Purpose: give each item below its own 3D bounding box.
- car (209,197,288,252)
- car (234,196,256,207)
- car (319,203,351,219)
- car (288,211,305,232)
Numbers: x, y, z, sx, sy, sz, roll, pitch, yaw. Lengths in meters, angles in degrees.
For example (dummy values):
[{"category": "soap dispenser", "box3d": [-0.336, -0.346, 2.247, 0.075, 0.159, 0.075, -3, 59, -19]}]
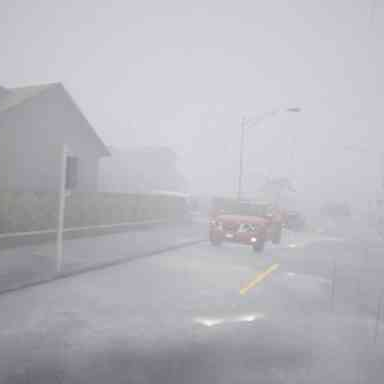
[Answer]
[{"category": "car", "box3d": [2.717, 1.445, 15.578, 2.150, 2.045, 5.566, 3, 0, 26]}, {"category": "car", "box3d": [10.752, 1.900, 67.403, 3.866, 1.878, 1.905, 3, 0, -29]}, {"category": "car", "box3d": [19.217, 2.492, 44.800, 2.150, 2.045, 5.566, 3, 0, -1]}, {"category": "car", "box3d": [7.120, 2.074, 24.562, 1.994, 1.385, 4.181, 3, 0, 26]}]
